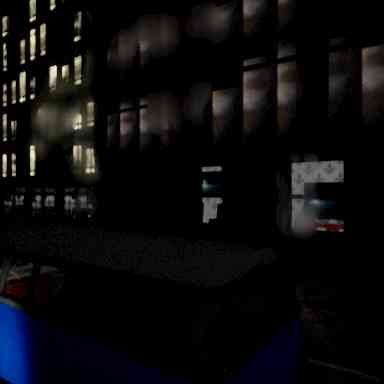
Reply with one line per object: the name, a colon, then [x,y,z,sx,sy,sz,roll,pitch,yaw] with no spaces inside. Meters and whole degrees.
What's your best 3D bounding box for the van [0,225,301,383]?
van: [-0.908,1.333,3.521,3.998,1.788,1.690,0,0,35]
